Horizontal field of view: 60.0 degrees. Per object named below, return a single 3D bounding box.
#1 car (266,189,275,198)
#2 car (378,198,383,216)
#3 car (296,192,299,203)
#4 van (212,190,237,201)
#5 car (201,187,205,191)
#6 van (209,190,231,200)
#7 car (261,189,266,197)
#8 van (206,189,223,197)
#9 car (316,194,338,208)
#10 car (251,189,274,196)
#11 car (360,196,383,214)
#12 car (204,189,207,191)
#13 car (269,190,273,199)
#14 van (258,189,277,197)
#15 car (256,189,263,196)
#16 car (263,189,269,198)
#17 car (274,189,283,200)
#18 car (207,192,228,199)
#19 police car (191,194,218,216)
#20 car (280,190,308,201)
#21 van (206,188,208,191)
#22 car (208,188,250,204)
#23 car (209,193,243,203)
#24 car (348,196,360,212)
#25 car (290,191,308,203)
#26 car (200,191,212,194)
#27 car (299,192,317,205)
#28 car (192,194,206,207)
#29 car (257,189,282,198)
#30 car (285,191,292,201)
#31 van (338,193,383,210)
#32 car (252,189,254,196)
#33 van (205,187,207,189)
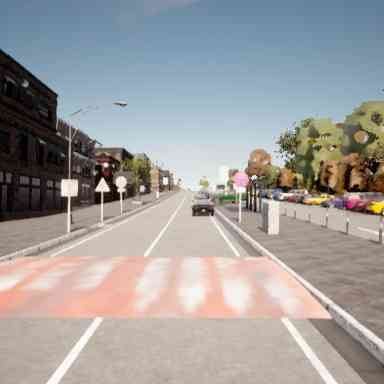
[{"bbox_3d":[18.975,0.775,69.733,5.366,1.575,1.946,0,1,0],"label":"car"},{"bbox_3d":[18.845,1.452,28.101,4.674,1.452,2.002,0,1,0],"label":"car"},{"bbox_3d":[18.846,1.107,50.303,4.792,1.488,2.163,0,1,0],"label":"car"},{"bbox_3d":[5.840,0.695,60.596,4.442,1.987,1.878,0,1,0],"label":"van"},{"bbox_3d":[5.665,0.258,83.024,5.566,2.045,2.435,0,1,0],"label":"car"},{"bbox_3d":[5.829,0.563,69.007,4.442,1.987,1.878,0,1,0],"label":"van"},{"bbox_3d":[18.812,0.705,75.287,4.792,1.488,2.163,0,1,0],"label":"car"},{"bbox_3d":[5.806,0.219,85.829,4.442,1.987,1.878,0,1,0],"label":"van"},{"bbox_3d":[18.800,1.232,41.977,4.792,1.488,2.163,0,1,0],"label":"car"},{"bbox_3d":[18.793,0.119,89.157,5.566,2.045,2.435,0,1,0],"label":"car"},{"bbox_3d":[18.839,1.369,30.875,5.008,1.535,2.097,0,1,0],"label":"car"},{"bbox_3d":[5.707,0.632,77.423,4.892,1.521,2.231,0,1,0],"label":"car"},{"bbox_3d":[18.789,0.824,66.956,5.008,1.535,2.097,0,1,0],"label":"car"},{"bbox_3d":[18.888,0.271,83.608,4.442,1.987,1.878,0,1,0],"label":"van"},{"bbox_3d":[18.751,0.368,78.056,5.566,2.045,2.435,0,1,0],"label":"car"},{"bbox_3d":[18.757,0.761,72.505,4.792,1.488,2.163,0,1,0],"label":"car"},{"bbox_3d":[18.773,0.659,61.400,5.566,2.045,2.435,0,1,0],"label":"car"},{"bbox_3d":[5.702,0.728,74.621,4.674,1.452,2.002,0,1,0],"label":"car"},{"bbox_3d":[0.975,1.325,30.578,1.930,1.638,5.238,0,1,0],"label":"police car"},{"bbox_3d":[18.811,0.952,58.629,5.008,1.535,2.097,0,1,0],"label":"car"},{"bbox_3d":[5.599,0.610,66.205,4.442,1.987,1.878,0,1,0],"label":"van"},{"bbox_3d":[5.707,0.796,52.186,5.566,2.045,2.435,0,1,0],"label":"car"},{"bbox_3d":[5.546,1.002,54.993,5.366,1.575,1.946,0,1,0],"label":"car"},{"bbox_3d":[18.837,1.368,33.653,4.674,1.452,2.002,0,1,0],"label":"car"},{"bbox_3d":[18.820,1.037,53.077,4.892,1.521,2.231,0,1,0],"label":"car"},{"bbox_3d":[0.971,1.126,40.444,2.097,1.767,4.553,0,1,0],"label":"car"},{"bbox_3d":[18.635,1.116,47.527,5.366,1.575,1.946,0,1,0],"label":"car"},{"bbox_3d":[0.974,1.155,46.675,1.801,1.575,5.366,0,1,0],"label":"car"},{"bbox_3d":[18.804,0.309,80.832,5.566,2.045,2.435,0,1,0],"label":"car"},{"bbox_3d":[18.815,0.994,55.853,5.008,1.535,2.097,0,1,0],"label":"car"},{"bbox_3d":[18.953,1.060,36.424,4.442,1.987,1.878,0,1,0],"label":"van"},{"bbox_3d":[18.954,0.431,86.387,5.366,1.575,1.946,0,1,0],"label":"car"},{"bbox_3d":[5.813,0.347,80.225,4.442,1.987,1.878,0,1,0],"label":"van"}]
